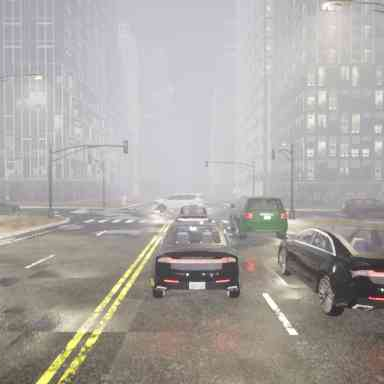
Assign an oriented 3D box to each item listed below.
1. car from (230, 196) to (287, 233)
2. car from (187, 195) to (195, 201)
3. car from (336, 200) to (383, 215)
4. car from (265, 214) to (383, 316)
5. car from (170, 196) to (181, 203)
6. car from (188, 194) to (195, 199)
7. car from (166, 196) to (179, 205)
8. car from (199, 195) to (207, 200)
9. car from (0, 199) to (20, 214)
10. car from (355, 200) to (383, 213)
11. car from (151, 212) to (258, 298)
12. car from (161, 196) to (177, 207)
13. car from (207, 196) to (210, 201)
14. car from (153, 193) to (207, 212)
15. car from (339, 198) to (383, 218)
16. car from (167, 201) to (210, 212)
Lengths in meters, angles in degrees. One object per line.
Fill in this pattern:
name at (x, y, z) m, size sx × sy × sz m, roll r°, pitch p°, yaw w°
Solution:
car at (3.303, 1.212, 17.304) m, size 2.150 × 2.045 × 5.566 m, roll 0°, pitch 0°, yaw 0°
car at (-0.218, 1.454, 80.822) m, size 2.033 × 1.411 × 5.357 m, roll 0°, pitch 0°, yaw 0°
car at (18.408, 1.634, 35.827) m, size 4.892 × 1.490 × 1.837 m, roll 1°, pitch 1°, yaw 1°
car at (3.327, 1.488, 7.462) m, size 2.128 × 1.511 × 4.902 m, roll 0°, pitch 0°, yaw 0°
car at (-3.442, 1.490, 70.586) m, size 1.994 × 1.385 × 4.181 m, roll 0°, pitch 0°, yaw 0°
car at (-0.247, 1.333, 91.270) m, size 1.895 × 1.301 × 4.718 m, roll 0°, pitch 0°, yaw 0°
car at (-3.486, 1.514, 60.560) m, size 1.994 × 1.385 × 4.181 m, roll 0°, pitch 0°, yaw 0°
car at (3.004, 1.501, 91.277) m, size 1.895 × 1.301 × 4.718 m, roll 0°, pitch 0°, yaw 0°
car at (-19.483, 1.406, 33.154) m, size 4.181 × 1.385 × 1.994 m, roll 1°, pitch 1°, yaw 1°
car at (21.705, 1.641, 38.377) m, size 4.829 × 1.417 × 1.752 m, roll 1°, pitch 0°, yaw 1°
car at (0.077, 1.487, 8.472) m, size 2.128 × 1.511 × 4.902 m, roll 0°, pitch 0°, yaw 0°
car at (-3.481, 1.453, 51.349) m, size 2.128 × 1.511 × 4.902 m, roll 0°, pitch 0°, yaw 0°
car at (3.060, 1.486, 74.613) m, size 1.994 × 1.385 × 4.181 m, roll 0°, pitch 0°, yaw 0°
car at (-1.448, 1.174, 36.077) m, size 5.566 × 2.045 × 2.150 m, roll 0°, pitch 1°, yaw 1°
car at (16.119, 1.518, 30.076) m, size 5.009 × 1.841 × 2.192 m, roll 1°, pitch 0°, yaw 1°
car at (0.051, 1.482, 17.656) m, size 2.128 × 1.511 × 4.902 m, roll 0°, pitch 0°, yaw 0°
